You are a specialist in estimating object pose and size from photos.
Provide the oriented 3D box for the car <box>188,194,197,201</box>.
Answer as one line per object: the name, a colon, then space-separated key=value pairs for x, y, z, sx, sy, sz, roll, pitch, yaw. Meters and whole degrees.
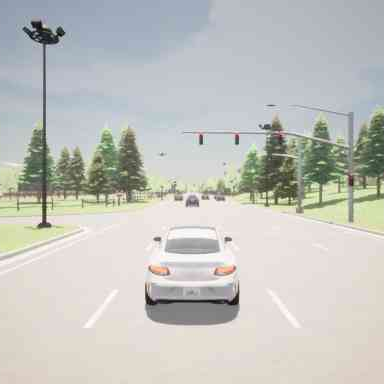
car: x=0.125 y=1.343 z=82.840 sx=2.097 sy=1.767 sz=4.553 roll=0 pitch=0 yaw=0

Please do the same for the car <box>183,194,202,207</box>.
car: x=0.078 y=1.349 z=51.810 sx=2.097 sy=1.767 sz=4.553 roll=0 pitch=0 yaw=0

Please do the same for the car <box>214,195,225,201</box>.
car: x=7.124 y=1.512 z=82.442 sx=2.128 sy=1.511 sz=4.902 roll=0 pitch=0 yaw=0

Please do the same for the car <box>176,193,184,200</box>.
car: x=-3.360 y=1.183 z=92.848 sx=2.097 sy=1.767 sz=4.553 roll=0 pitch=0 yaw=0

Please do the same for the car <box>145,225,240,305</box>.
car: x=0.018 y=1.525 z=7.937 sx=1.812 sy=1.442 sz=4.674 roll=0 pitch=0 yaw=0

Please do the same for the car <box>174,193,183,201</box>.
car: x=-3.375 y=1.539 z=82.842 sx=1.994 sy=1.385 sz=4.181 roll=0 pitch=0 yaw=0

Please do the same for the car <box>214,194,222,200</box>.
car: x=7.140 y=1.380 z=92.862 sx=1.994 sy=1.385 sz=4.181 roll=0 pitch=0 yaw=0

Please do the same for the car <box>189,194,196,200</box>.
car: x=0.140 y=1.328 z=92.873 sx=1.837 sy=1.490 sz=4.892 roll=0 pitch=0 yaw=0

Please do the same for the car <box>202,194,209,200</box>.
car: x=3.640 y=1.350 z=93.251 sx=2.097 sy=1.767 sz=4.553 roll=0 pitch=0 yaw=0
